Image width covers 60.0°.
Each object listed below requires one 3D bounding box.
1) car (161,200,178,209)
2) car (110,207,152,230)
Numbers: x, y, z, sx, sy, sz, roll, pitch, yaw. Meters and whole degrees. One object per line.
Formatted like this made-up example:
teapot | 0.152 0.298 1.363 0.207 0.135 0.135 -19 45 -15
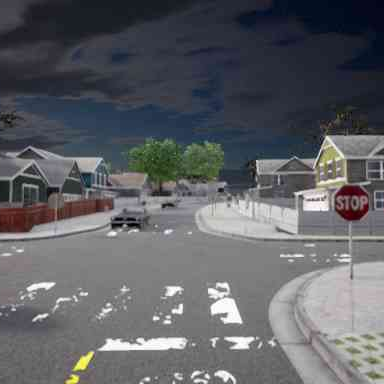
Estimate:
car | -3.149 1.711 46.903 1.895 1.301 4.718 0 0 4
car | -3.819 1.636 21.324 1.895 1.301 4.718 0 0 1
